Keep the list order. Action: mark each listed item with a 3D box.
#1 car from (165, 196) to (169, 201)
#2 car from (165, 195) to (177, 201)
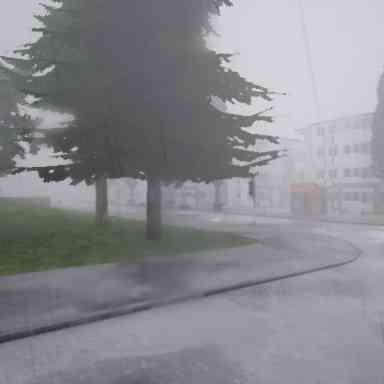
[{"bbox_3d":[-4.208,1.816,83.820,4.974,1.542,2.038,0,0,-5],"label":"car"},{"bbox_3d":[-5.551,1.574,86.298,1.845,1.501,3.633,0,0,-24],"label":"car"}]
